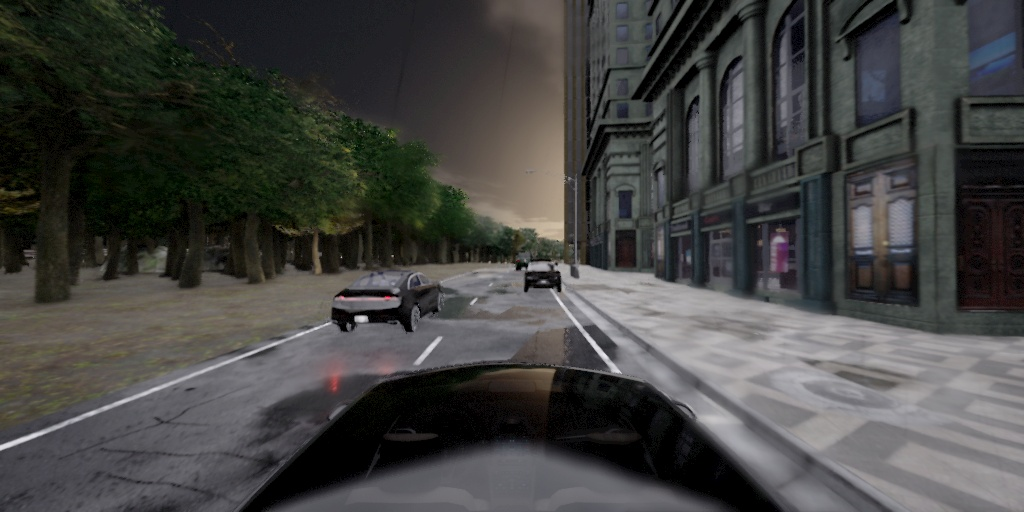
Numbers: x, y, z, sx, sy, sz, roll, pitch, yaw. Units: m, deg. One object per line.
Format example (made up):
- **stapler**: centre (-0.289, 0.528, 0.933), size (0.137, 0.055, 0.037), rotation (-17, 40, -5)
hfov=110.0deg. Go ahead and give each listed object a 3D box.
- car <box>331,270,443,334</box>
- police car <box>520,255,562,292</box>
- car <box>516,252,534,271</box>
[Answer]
- **car**: centre (-3.281, 1.152, 10.336), size (2.128, 1.511, 4.902), rotation (0, 1, 1)
- **police car**: centre (1.576, 0.970, 19.435), size (1.930, 1.638, 5.238), rotation (0, 1, 2)
- **car**: centre (1.659, 0.587, 41.172), size (2.150, 2.045, 5.566), rotation (0, 0, 6)
